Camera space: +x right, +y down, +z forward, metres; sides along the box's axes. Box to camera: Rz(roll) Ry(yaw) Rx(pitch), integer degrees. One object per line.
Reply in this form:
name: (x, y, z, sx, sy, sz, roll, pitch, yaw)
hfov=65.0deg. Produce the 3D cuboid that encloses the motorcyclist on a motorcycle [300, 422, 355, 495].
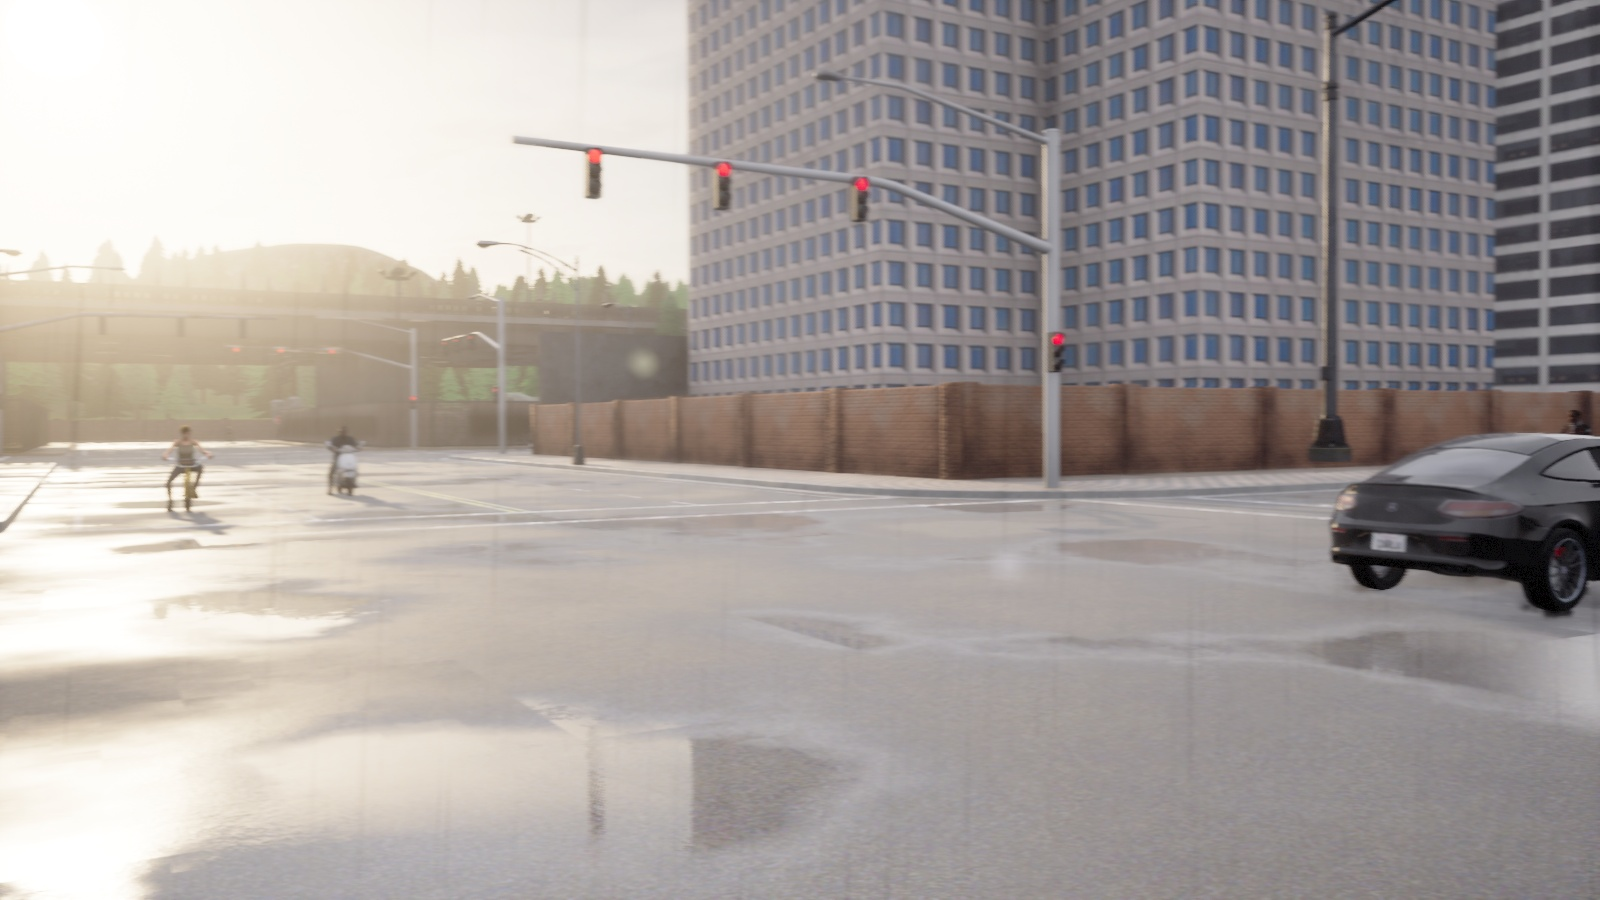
motorcyclist on a motorcycle: (-10.767, 0.166, 28.600, 0.866, 1.590, 1.817, -1, 1, -30)

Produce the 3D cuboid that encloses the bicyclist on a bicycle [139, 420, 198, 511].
bicyclist on a bicycle: (-11.704, 0.258, 23.255, 0.866, 1.612, 1.509, -1, 1, -30)

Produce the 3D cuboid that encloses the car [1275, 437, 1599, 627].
car: (6.756, 0.619, 11.756, 4.674, 1.442, 1.812, -1, 1, -31)
